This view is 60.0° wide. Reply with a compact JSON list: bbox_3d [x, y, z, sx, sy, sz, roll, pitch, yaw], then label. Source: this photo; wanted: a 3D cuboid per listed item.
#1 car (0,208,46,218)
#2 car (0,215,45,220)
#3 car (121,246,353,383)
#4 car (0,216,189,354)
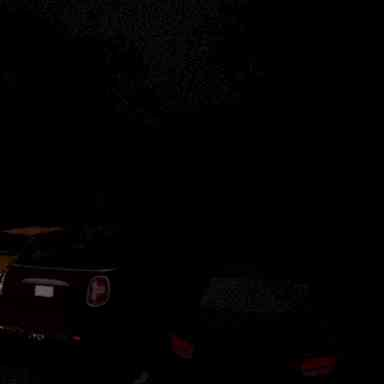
[{"bbox_3d":[-6.112,1.398,10.068,2.185,1.767,4.553,0,-1,17],"label":"car"},{"bbox_3d":[-3.700,1.513,8.449,1.946,1.575,5.366,0,-1,17],"label":"car"},{"bbox_3d":[1.029,1.533,4.773,2.002,1.452,4.674,0,-1,16],"label":"car"},{"bbox_3d":[-1.375,1.377,6.488,2.185,1.767,4.553,0,-1,16],"label":"car"}]
